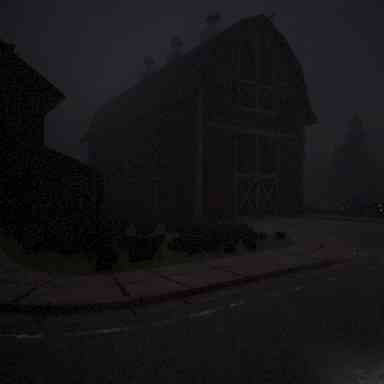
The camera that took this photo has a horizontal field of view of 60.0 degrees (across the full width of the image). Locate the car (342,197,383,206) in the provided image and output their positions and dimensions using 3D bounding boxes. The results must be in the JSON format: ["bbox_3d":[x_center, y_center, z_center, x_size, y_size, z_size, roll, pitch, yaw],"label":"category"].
[{"bbox_3d":[18.272,1.363,35.134,2.097,1.767,4.553,0,0,-34],"label":"car"}]
